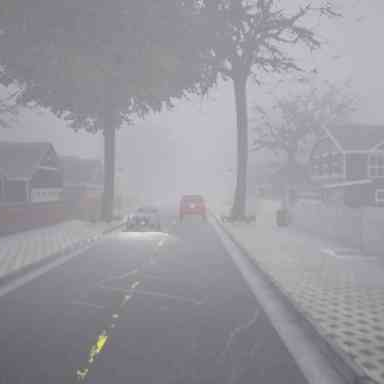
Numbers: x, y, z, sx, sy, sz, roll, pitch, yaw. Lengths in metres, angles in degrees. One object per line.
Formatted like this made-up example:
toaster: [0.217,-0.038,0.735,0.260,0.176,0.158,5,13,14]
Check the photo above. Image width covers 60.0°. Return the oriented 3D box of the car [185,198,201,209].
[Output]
car: [0.120,1.541,44.601,1.994,1.385,4.181,0,0,0]

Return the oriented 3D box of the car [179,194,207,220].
car: [0.096,1.209,27.944,2.150,2.045,5.566,0,0,1]

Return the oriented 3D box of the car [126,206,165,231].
car: [-2.773,1.557,20.609,1.994,1.385,4.181,0,0,0]
